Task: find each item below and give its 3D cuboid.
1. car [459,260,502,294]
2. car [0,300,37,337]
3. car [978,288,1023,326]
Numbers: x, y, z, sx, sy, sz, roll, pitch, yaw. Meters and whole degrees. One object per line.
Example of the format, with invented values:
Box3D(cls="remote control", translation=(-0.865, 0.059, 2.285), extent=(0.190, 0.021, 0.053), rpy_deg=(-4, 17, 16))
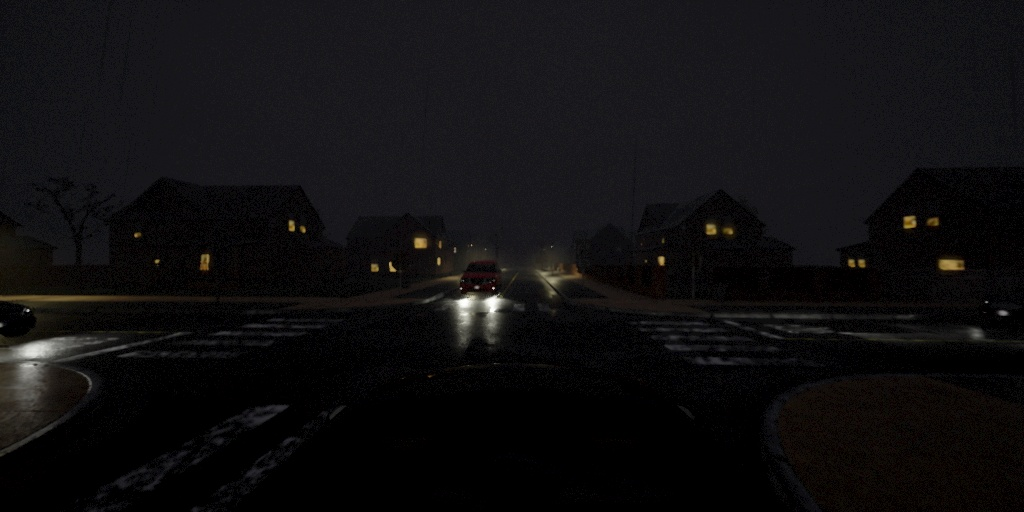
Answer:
Box3D(cls="car", translation=(-1.841, 1.329, 22.616), extent=(2.150, 2.045, 5.566), rpy_deg=(0, 1, 2))
Box3D(cls="car", translation=(-14.286, 1.332, 8.432), extent=(4.674, 1.442, 1.812), rpy_deg=(0, 0, 2))
Box3D(cls="car", translation=(16.591, 1.385, 10.236), extent=(4.902, 1.511, 2.128), rpy_deg=(0, 0, 2))
